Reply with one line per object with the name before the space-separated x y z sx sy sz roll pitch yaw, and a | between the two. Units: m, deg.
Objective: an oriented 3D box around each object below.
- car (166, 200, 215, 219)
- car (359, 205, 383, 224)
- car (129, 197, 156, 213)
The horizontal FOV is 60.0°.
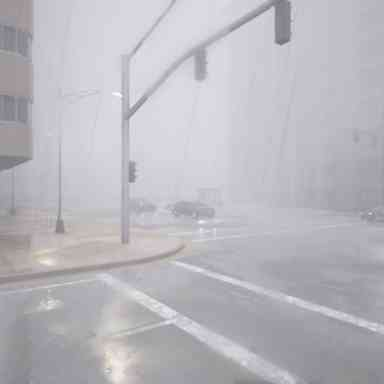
car | 0.038 1.509 29.297 1.837 1.490 4.892 0 0 -36
car | 14.722 1.498 23.882 4.902 1.511 2.128 0 1 10
car | -5.873 1.358 37.393 2.097 1.767 4.553 0 0 -37
